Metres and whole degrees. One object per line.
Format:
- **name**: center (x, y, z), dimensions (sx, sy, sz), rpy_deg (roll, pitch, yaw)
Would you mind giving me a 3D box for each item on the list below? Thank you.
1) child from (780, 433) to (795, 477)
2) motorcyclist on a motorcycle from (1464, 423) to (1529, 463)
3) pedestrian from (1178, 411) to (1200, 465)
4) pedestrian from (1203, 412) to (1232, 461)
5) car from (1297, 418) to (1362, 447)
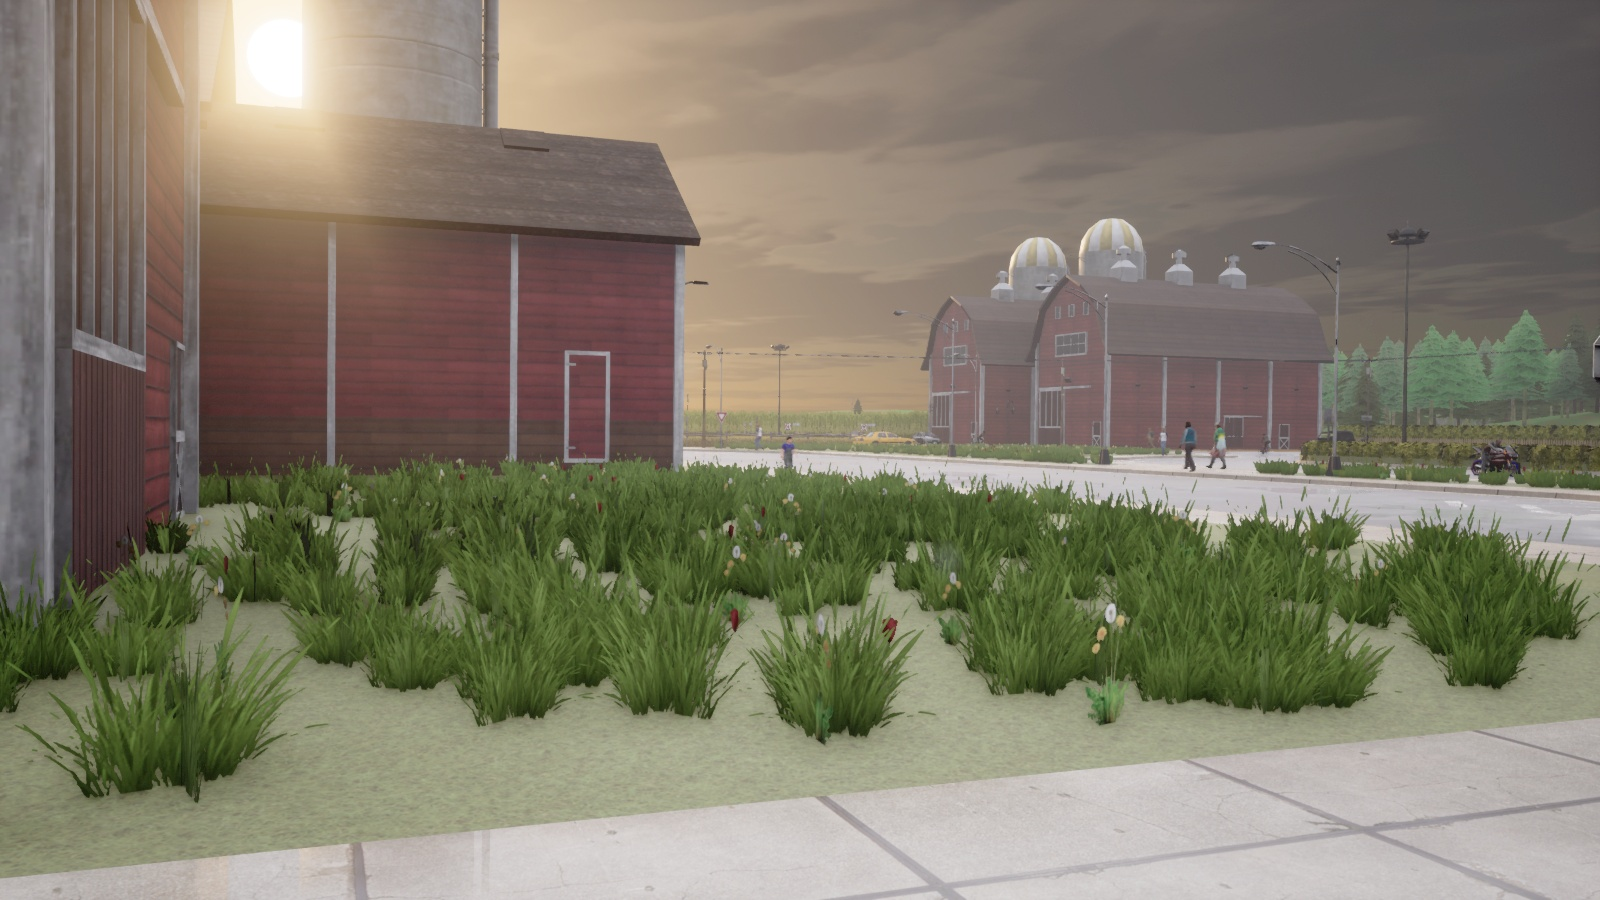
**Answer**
- **child**: center (-0.350, 0.144, 36.418), dimensions (0.270, 1.263, 0.437), rpy_deg (-1, 1, -24)
- **motorcyclist on a motorcycle**: center (27.551, -0.273, 49.711), dimensions (0.866, 1.530, 2.191), rpy_deg (-1, 1, -21)
- **pedestrian**: center (14.026, -0.435, 45.263), dimensions (0.396, 1.930, 0.692), rpy_deg (-1, 1, -21)
- **pedestrian**: center (16.647, -0.533, 50.118), dimensions (0.659, 1.952, 0.873), rpy_deg (-1, 1, -31)
- **car**: center (36.020, -1.186, 85.484), dimensions (1.905, 1.878, 3.866), rpy_deg (-1, 1, -21)
